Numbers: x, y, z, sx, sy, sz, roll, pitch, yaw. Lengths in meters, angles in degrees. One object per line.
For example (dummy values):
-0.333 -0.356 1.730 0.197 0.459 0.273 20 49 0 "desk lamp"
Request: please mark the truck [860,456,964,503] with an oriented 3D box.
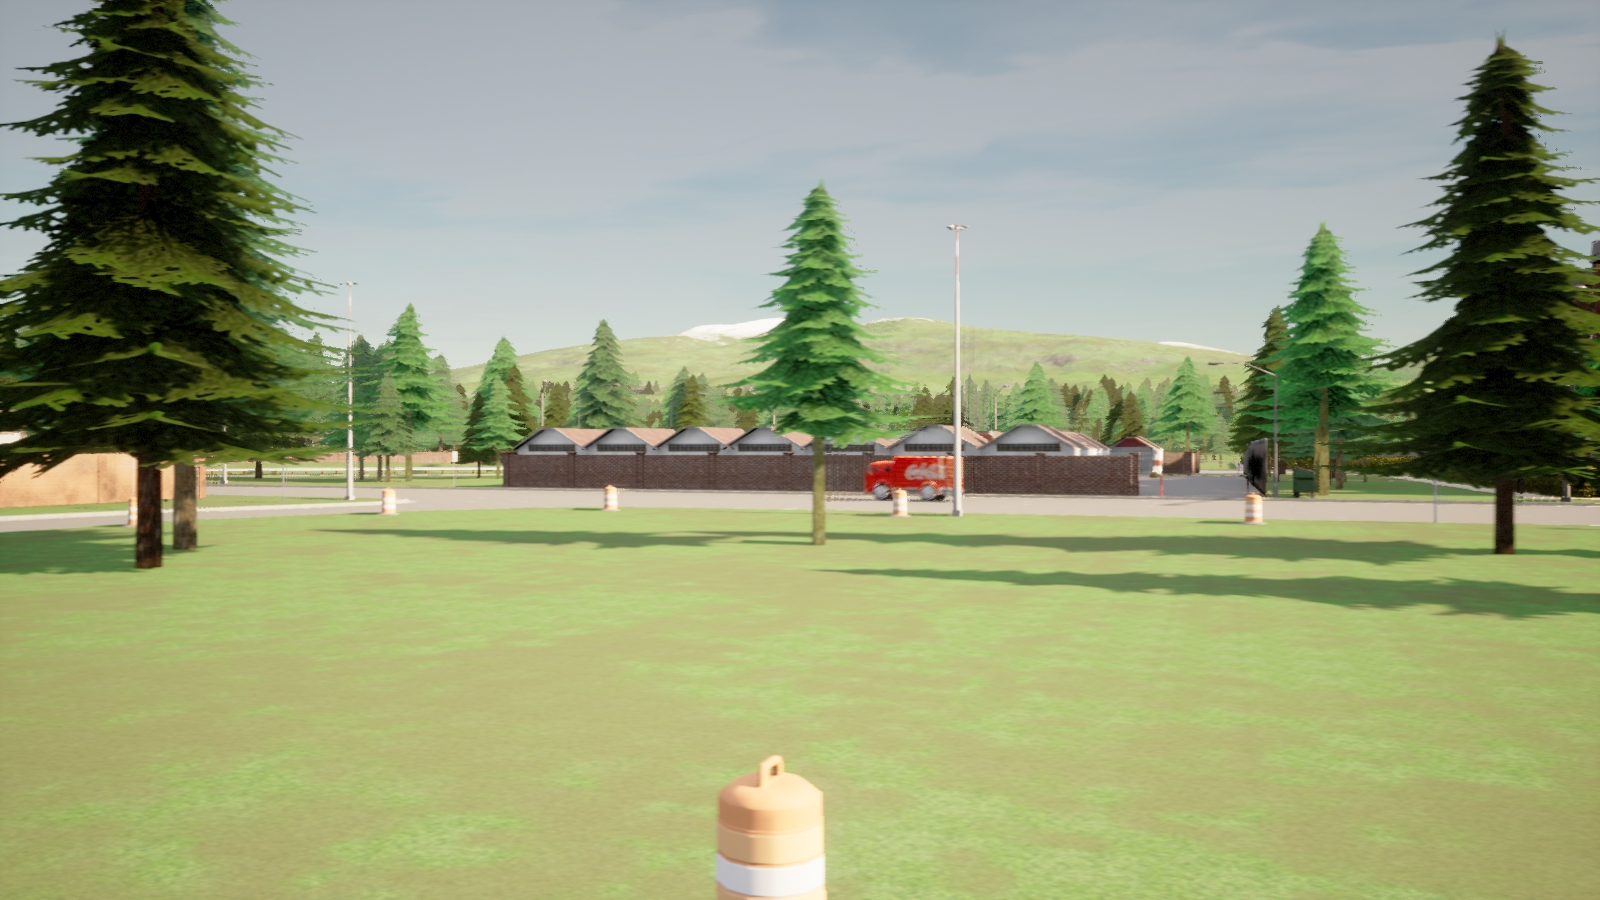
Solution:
6.195 1.568 62.930 5.204 2.467 2.627 0 0 20 "truck"
